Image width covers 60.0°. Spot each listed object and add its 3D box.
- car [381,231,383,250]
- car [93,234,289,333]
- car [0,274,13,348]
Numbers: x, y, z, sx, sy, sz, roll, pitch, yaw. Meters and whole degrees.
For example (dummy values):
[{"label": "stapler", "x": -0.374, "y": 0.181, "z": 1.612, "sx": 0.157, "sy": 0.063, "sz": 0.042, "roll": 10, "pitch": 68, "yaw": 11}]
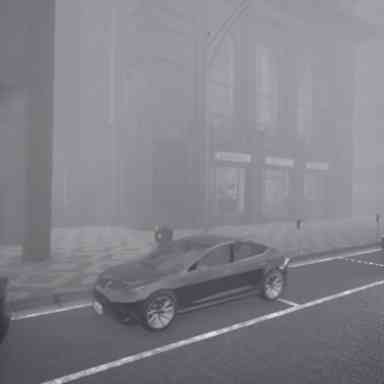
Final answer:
[{"label": "car", "x": 9.355, "y": 1.676, "z": 13.420, "sx": 4.507, "sy": 1.381, "sz": 1.887, "roll": 1, "pitch": 0, "yaw": -35}, {"label": "car", "x": 0.193, "y": 1.601, "z": 6.892, "sx": 4.313, "sy": 1.339, "sz": 1.947, "roll": 1, "pitch": 0, "yaw": -35}, {"label": "car", "x": -4.387, "y": 1.552, "z": 3.628, "sx": 4.313, "sy": 1.339, "sz": 1.947, "roll": 1, "pitch": 0, "yaw": -35}]
